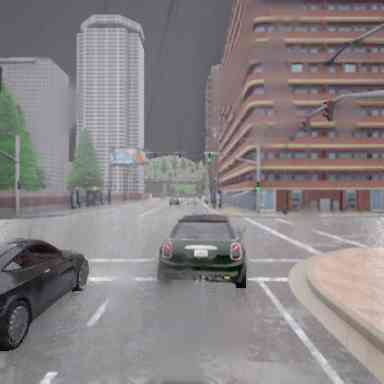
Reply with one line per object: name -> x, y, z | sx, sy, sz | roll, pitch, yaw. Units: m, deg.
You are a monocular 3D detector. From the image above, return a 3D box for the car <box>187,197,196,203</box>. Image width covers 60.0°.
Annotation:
car -> -0.030, 1.988, 82.110 | 2.128, 1.511, 4.902 | 0, 0, 0

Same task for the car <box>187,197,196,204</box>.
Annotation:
car -> -0.027, 1.948, 73.111 | 1.812, 1.442, 4.674 | 0, 0, 0

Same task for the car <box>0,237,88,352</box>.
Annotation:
car -> -3.411, 1.562, 6.110 | 1.812, 1.442, 4.674 | 0, 0, 0

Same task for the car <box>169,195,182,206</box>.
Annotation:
car -> -3.424, 1.876, 65.294 | 2.128, 1.511, 4.902 | 0, 0, 0

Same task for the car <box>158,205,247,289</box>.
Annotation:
car -> 0.466, 1.408, 9.594 | 2.097, 1.767, 4.553 | 0, 0, 7

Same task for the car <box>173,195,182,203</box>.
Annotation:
car -> -3.534, 1.712, 82.940 | 2.150, 2.045, 5.566 | 0, 0, -2
